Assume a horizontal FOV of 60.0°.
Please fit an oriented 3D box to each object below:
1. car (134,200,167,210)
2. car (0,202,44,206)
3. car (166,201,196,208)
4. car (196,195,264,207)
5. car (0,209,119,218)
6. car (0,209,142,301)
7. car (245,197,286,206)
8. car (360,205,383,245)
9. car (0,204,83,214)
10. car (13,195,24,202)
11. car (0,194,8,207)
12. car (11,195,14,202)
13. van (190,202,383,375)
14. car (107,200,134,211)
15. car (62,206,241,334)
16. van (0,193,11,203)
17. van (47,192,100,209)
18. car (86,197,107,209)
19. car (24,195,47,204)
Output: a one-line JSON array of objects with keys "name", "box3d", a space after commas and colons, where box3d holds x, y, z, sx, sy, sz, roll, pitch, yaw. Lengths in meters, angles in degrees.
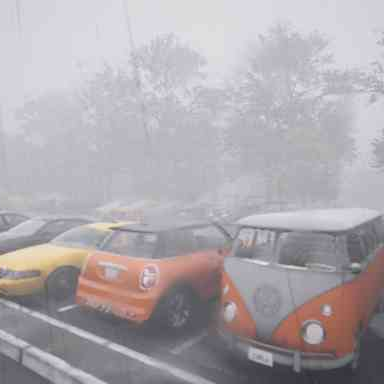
[{"name": "car", "box3d": [-1.494, 1.411, 24.390, 2.231, 1.521, 4.892, 1, 0, 36]}, {"name": "car", "box3d": [-9.107, 1.412, 13.753, 2.097, 1.535, 5.008, 1, 0, 36]}, {"name": "car", "box3d": [0.778, 1.460, 22.783, 2.163, 1.488, 4.792, 1, 0, 36]}, {"name": "car", "box3d": [3.009, 1.200, 21.108, 2.435, 2.045, 5.566, 1, 0, 36]}, {"name": "car", "box3d": [-4.590, 1.493, 10.500, 2.002, 1.452, 4.674, 0, 0, 36]}, {"name": "car", "box3d": [-2.440, 1.469, 8.722, 1.946, 1.575, 5.366, 0, 0, 36]}, {"name": "car", "box3d": [5.267, 1.344, 19.481, 2.185, 1.767, 4.553, 0, 0, 36]}, {"name": "car", "box3d": [9.803, 1.507, 16.250, 2.097, 1.535, 5.008, 0, 0, 36]}, {"name": "car", "box3d": [-6.854, 1.432, 12.119, 2.097, 1.535, 5.008, 1, 0, 36]}, {"name": "car", "box3d": [-14.955, 1.280, 34.291, 1.946, 1.575, 5.366, 1, 0, 36]}, {"name": "car", "box3d": [-26.478, 1.105, 42.356, 2.097, 1.535, 5.008, 1, 1, 36]}, {"name": "car", "box3d": [-17.428, 1.260, 35.834, 2.097, 1.535, 5.008, 1, 0, 36]}, {"name": "van", "box3d": [2.069, 1.283, 5.563, 1.878, 1.987, 4.442, 0, 0, 36]}, {"name": "car", "box3d": [-3.756, 1.390, 26.015, 2.097, 1.535, 5.008, 1, 0, 36]}, {"name": "car", "box3d": [-0.090, 1.365, 7.222, 2.185, 1.767, 4.553, 0, 0, 36]}, {"name": "van", "box3d": [-11.301, 1.166, 15.467, 1.878, 1.987, 4.442, 1, 0, 36]}, {"name": "van", "box3d": [-10.608, 1.100, 30.793, 1.878, 1.987, 4.442, 1, 0, 36]}, {"name": "car", "box3d": [-6.019, 1.409, 27.639, 2.002, 1.452, 4.674, 1, 0, 36]}, {"name": "car", "box3d": [-12.818, 1.053, 32.491, 2.435, 2.045, 5.566, 1, 0, 36]}]
